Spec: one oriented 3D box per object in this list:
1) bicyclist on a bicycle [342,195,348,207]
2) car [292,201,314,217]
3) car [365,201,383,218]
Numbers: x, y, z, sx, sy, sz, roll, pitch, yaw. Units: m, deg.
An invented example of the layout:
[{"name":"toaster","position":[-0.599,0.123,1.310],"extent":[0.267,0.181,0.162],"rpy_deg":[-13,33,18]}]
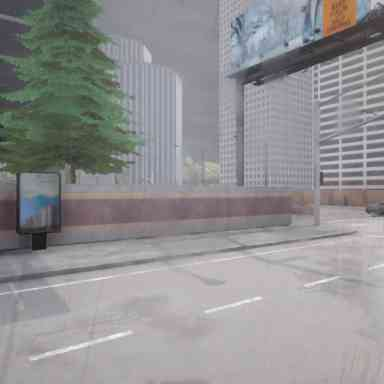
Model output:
[{"name":"bicyclist on a bicycle","position":[21.291,1.301,46.319],"extent":[1.656,1.620,0.582],"rpy_deg":[0,0,-35]},{"name":"car","position":[9.752,1.563,31.491],"extent":[1.994,1.385,4.181],"rpy_deg":[0,0,-35]},{"name":"car","position":[17.198,1.492,27.842],"extent":[2.128,1.511,4.902],"rpy_deg":[0,0,-42]}]
